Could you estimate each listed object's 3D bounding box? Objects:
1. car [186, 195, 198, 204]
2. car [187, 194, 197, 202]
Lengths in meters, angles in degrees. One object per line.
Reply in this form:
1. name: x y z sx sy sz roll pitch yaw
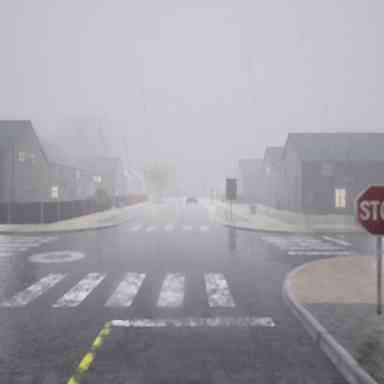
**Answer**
1. car: -0.017 1.285 57.295 2.128 1.511 4.902 0 0 0
2. car: -0.019 1.277 67.714 1.882 1.535 5.008 0 0 0
